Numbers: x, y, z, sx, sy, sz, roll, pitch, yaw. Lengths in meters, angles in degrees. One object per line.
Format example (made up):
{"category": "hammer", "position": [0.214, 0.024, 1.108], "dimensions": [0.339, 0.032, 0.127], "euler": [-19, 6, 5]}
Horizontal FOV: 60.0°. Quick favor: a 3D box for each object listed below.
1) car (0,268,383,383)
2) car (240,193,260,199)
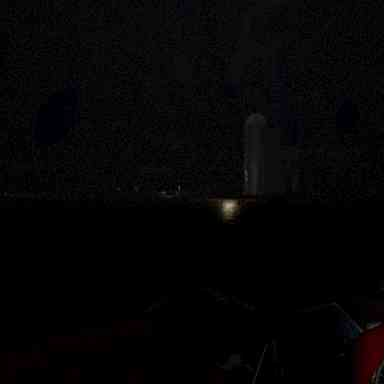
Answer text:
{"category": "car", "position": [0.376, 1.603, 3.339], "dimensions": [4.718, 1.301, 1.895], "euler": [0, 0, -35]}
{"category": "car", "position": [12.641, 0.918, 72.201], "dimensions": [1.895, 1.301, 4.718], "euler": [1, 0, -35]}
